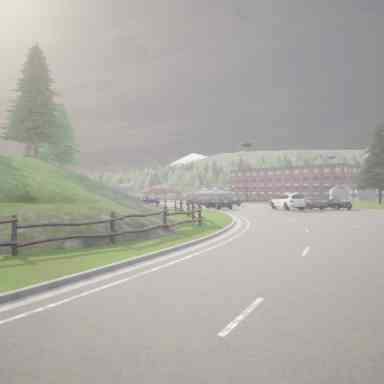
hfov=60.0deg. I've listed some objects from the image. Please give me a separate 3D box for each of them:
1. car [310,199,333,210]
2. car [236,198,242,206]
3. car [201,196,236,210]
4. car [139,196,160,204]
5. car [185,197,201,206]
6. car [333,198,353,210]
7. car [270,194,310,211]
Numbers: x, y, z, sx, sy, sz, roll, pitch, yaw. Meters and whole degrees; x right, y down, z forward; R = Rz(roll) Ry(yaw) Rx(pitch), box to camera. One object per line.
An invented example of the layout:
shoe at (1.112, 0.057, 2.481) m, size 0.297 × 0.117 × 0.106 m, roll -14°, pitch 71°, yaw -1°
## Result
car at (15.077, 1.547, 42.750) m, size 2.033 × 1.411 × 5.357 m, roll 0°, pitch 0°, yaw -17°
car at (6.074, 1.526, 53.950) m, size 1.812 × 1.442 × 4.674 m, roll 0°, pitch 0°, yaw -34°
car at (3.448, 1.352, 43.699) m, size 2.097 × 1.767 × 4.553 m, roll 0°, pitch 0°, yaw -23°
car at (-7.766, 1.478, 60.270) m, size 1.882 × 1.535 × 5.008 m, roll 0°, pitch 0°, yaw -42°
car at (0.655, 1.564, 55.561) m, size 1.994 × 1.385 × 4.181 m, roll 0°, pitch 0°, yaw -37°
car at (18.556, 1.526, 42.697) m, size 1.812 × 1.442 × 4.674 m, roll 0°, pitch 0°, yaw -13°
car at (11.664, 1.223, 40.874) m, size 2.150 × 2.045 × 5.566 m, roll 0°, pitch 0°, yaw -15°
